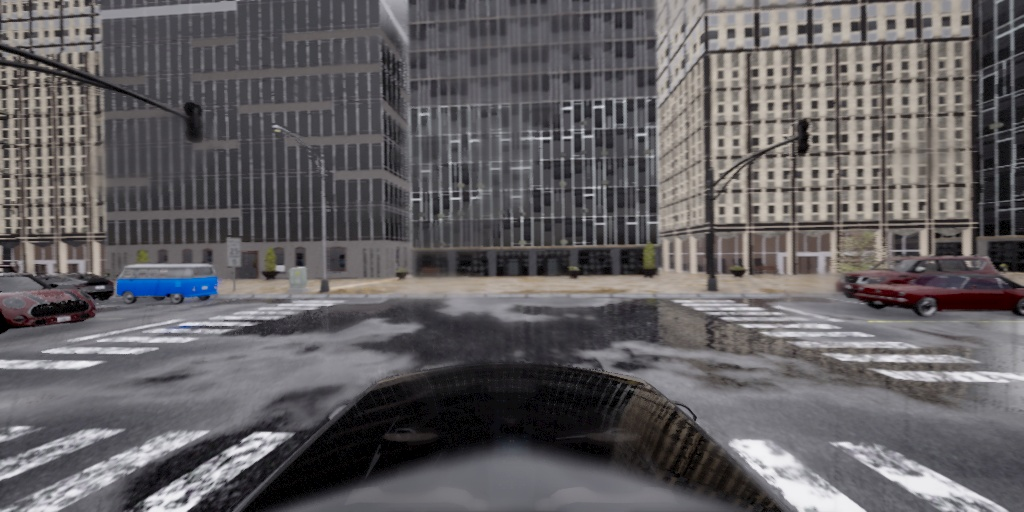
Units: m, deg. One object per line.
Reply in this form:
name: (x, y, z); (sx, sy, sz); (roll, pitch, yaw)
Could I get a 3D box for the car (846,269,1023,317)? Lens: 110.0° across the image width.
car: (14.539, 1.247, 11.962); (4.718, 1.301, 1.895); (-1, 0, 4)

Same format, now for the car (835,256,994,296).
car: (16.233, 0.924, 14.450); (5.009, 1.841, 2.192); (0, 0, 4)

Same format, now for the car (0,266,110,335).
car: (-15.673, 1.320, 10.916); (4.553, 1.767, 2.097); (-1, 0, 4)

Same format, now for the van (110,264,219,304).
van: (-16.073, 1.265, 16.759); (3.998, 1.789, 1.690); (0, 0, 4)
